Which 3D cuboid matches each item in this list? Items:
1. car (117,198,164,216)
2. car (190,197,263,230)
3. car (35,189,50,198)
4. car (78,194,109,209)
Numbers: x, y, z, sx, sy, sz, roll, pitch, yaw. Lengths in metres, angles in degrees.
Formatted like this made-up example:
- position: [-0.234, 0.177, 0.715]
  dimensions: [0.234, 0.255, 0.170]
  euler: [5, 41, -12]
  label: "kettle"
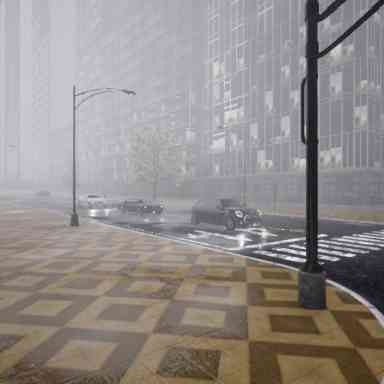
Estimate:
- position: [-4.254, 1.171, 27.019]
  dimensions: [1.895, 1.301, 4.718]
  euler: [0, 1, -38]
  label: "car"
- position: [1.906, 1.104, 19.216]
  dimensions: [2.097, 1.767, 4.553]
  euler: [0, 1, -38]
  label: "car"
- position: [-28.602, 0.236, 63.592]
  dimensions: [1.882, 1.535, 5.008]
  euler: [0, 1, -38]
  label: "car"
- position: [-10.501, 0.910, 34.966]
  dimensions: [1.812, 1.442, 4.674]
  euler: [0, 1, -38]
  label: "car"
